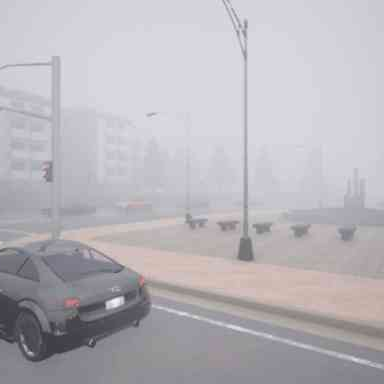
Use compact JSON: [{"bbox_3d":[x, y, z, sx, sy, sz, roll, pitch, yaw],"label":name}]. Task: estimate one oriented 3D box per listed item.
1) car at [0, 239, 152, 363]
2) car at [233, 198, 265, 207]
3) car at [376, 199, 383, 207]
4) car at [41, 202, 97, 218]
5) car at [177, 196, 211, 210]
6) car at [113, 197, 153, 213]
[{"bbox_3d":[-2.732,1.561,5.935,4.181,1.385,1.994,0,0,36],"label":"car"},{"bbox_3d":[8.377,1.595,49.202,4.718,1.301,1.895,0,0,-28],"label":"car"},{"bbox_3d":[28.946,1.526,47.687,4.674,1.442,1.812,0,0,-3],"label":"car"},{"bbox_3d":[-10.958,1.592,29.780,1.895,1.301,4.718,0,0,34],"label":"car"},{"bbox_3d":[0.256,1.344,43.440,4.553,1.767,2.097,0,0,-40],"label":"car"},{"bbox_3d":[-6.366,1.343,36.261,2.097,1.767,4.553,0,0,38],"label":"car"}]
